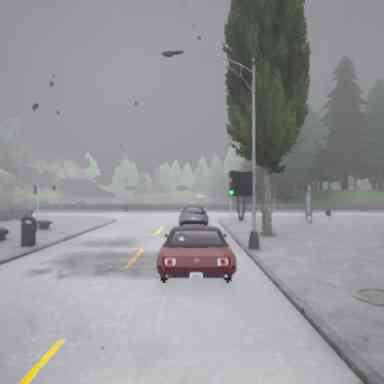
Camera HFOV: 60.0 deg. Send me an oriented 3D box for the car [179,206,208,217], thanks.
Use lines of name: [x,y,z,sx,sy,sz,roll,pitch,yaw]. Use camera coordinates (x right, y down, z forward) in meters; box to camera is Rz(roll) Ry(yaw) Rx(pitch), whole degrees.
car: [0.131,1.670,23.575,1.994,1.385,4.181,0,0,0]

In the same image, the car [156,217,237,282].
car: [0.106,1.646,9.885,1.895,1.301,4.718,0,0,0]
